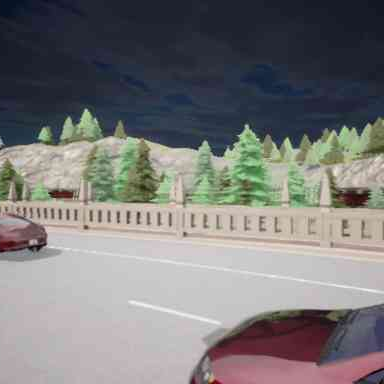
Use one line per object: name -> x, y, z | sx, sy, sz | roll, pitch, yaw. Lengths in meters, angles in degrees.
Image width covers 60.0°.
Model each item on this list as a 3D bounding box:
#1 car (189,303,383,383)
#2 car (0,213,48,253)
car -> 1.994, 1.551, 2.414 | 4.181, 1.385, 1.994 | 0, 0, 35
car -> -7.318, 1.504, 12.183 | 4.674, 1.442, 1.812 | 0, 0, 28
